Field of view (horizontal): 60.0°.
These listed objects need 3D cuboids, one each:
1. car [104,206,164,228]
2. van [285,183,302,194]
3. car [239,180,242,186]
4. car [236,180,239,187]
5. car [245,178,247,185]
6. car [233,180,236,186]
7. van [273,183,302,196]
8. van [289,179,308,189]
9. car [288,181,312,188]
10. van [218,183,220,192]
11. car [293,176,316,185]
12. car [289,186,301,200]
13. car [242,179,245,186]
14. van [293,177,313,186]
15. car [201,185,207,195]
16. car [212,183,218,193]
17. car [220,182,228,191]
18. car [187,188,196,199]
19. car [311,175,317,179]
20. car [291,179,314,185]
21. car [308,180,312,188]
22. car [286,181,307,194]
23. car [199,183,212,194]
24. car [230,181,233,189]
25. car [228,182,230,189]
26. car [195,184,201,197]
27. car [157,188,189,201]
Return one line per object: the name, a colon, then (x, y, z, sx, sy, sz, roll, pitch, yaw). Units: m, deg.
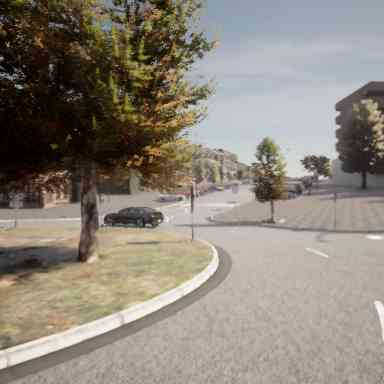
car: (-4.445, 1.831, 24.973, 4.892, 1.490, 1.837, -1, -3, 29)
van: (14.347, -0.020, 52.308, 4.442, 1.987, 1.878, -1, 4, 4)
car: (9.849, -1.894, 87.101, 4.892, 1.521, 2.231, -3, 4, 2)
car: (8.742, -1.680, 84.394, 4.892, 1.521, 2.231, -3, 4, 2)
car: (12.083, -2.448, 92.512, 4.553, 1.767, 2.185, -3, 4, 2)
car: (7.627, -1.466, 81.687, 5.008, 1.535, 2.097, -3, 3, 2)
van: (16.521, -0.457, 57.792, 4.442, 1.987, 1.878, -1, 4, 4)
van: (19.161, -0.904, 63.271, 4.442, 1.987, 1.878, -1, 4, 4)
car: (24.963, -1.783, 77.084, 4.892, 1.521, 2.231, -1, 4, 3)
van: (3.114, -0.828, 70.814, 4.442, 1.987, 1.878, -3, 4, 2)
car: (23.822, -1.814, 74.294, 5.566, 2.045, 2.435, -1, 4, 3)
car: (13.028, 0.429, 49.593, 5.008, 1.535, 2.097, -1, 4, 4)
car: (10.955, -2.110, 89.813, 5.008, 1.535, 2.097, -3, 4, 2)
van: (28.491, -2.672, 85.361, 4.442, 1.987, 1.878, -1, 4, 2)
car: (-0.068, 0.068, 62.638, 4.792, 1.488, 2.163, -3, 4, 2)
car: (2.142, -0.394, 68.104, 5.008, 1.535, 2.097, -3, 3, 2)
car: (4.524, -0.835, 73.534, 5.366, 1.575, 1.946, -3, 3, 2)
car: (-2.192, 0.496, 57.176, 4.792, 1.488, 2.163, -3, 3, 2)
car: (26.134, -2.256, 79.833, 5.566, 2.045, 2.435, -1, 4, 2)
car: (29.328, -2.657, 88.150, 5.366, 1.575, 1.946, -1, 4, 3)
car: (21.446, -1.118, 68.783, 4.892, 1.521, 2.231, -1, 4, 3)
car: (15.404, -0.263, 55.046, 5.566, 2.045, 2.435, -1, 4, 4)
car: (1.078, -0.304, 65.357, 4.553, 1.767, 2.185, -3, 4, 2)
car: (6.564, -1.224, 78.970, 4.792, 1.488, 2.163, -3, 3, 2)
car: (5.427, -1.037, 76.259, 5.008, 1.535, 2.097, -3, 3, 2)
car: (-1.108, 0.126, 59.894, 4.553, 1.767, 2.185, -3, 4, 2)
car: (-3.311, 0.723, 54.443, 4.674, 1.452, 2.002, -3, 3, 2)
